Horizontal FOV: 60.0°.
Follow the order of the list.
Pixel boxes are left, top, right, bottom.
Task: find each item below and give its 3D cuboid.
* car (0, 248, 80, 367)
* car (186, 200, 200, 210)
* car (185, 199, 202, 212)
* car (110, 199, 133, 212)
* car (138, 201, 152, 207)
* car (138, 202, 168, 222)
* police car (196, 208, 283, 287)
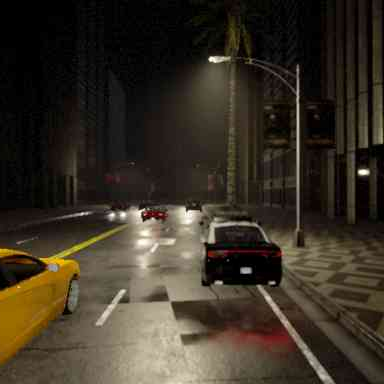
[{"bbox_3d":[-3.137,1.511,4.618,1.882,1.535,5.008,0,-1,0],"label":"car"},{"bbox_3d":[0.178,1.949,52.486,2.033,1.411,5.357,0,0,0],"label":"car"},{"bbox_3d":[0.233,1.678,43.066,2.097,1.767,4.553,0,0,0],"label":"car"},{"bbox_3d":[-9.691,1.942,45.102,1.895,1.301,4.718,0,0,0],"label":"car"},{"bbox_3d":[-6.433,1.959,47.204,1.895,1.301,4.718,0,0,0],"label":"car"},{"bbox_3d":[-3.057,1.812,28.411,1.895,1.301,4.718,0,0,0],"label":"car"},{"bbox_3d":[1.167,1.496,9.703,1.930,1.638,5.238,0,0,0],"label":"police car"}]
